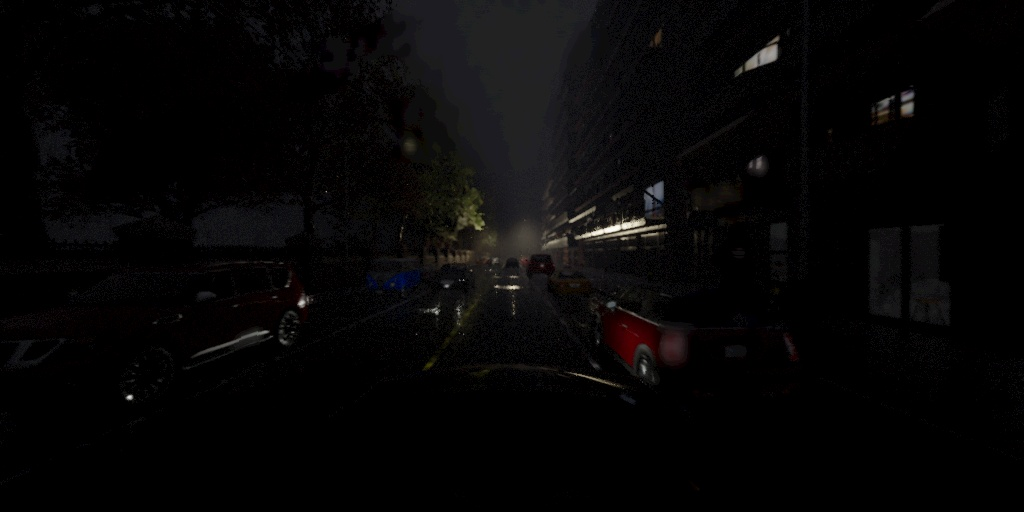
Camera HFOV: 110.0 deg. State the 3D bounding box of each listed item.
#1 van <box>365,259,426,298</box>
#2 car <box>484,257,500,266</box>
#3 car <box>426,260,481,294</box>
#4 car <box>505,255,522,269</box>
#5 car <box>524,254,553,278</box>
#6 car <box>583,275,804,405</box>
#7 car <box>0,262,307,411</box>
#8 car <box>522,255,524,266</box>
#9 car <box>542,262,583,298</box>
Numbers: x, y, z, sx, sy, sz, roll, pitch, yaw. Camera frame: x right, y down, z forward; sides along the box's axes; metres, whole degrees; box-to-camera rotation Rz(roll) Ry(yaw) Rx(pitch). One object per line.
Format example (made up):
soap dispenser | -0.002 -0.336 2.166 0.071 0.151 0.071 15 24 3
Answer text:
van | -5.683 1.010 17.514 1.690 1.789 3.998 0 0 0
car | -3.026 0.972 60.735 2.128 1.511 4.902 0 0 1
car | -3.093 1.152 19.480 2.128 1.511 4.902 0 0 0
car | 0.031 0.996 50.972 1.882 1.535 5.008 0 1 0
car | 2.403 0.834 31.189 2.150 2.045 5.566 0 0 0
car | 2.693 1.166 6.251 1.967 1.591 4.097 0 0 0
car | -5.687 1.040 6.254 2.192 1.841 5.009 0 0 0
car | 2.710 1.017 62.554 1.888 1.381 4.507 0 0 0
car | 2.697 1.195 17.682 1.751 1.417 4.829 0 0 0
